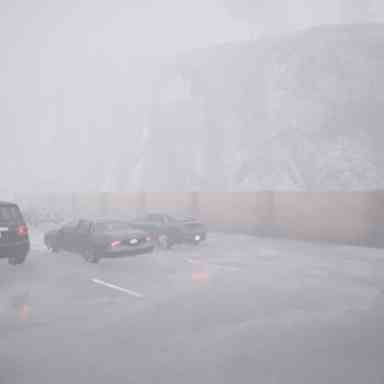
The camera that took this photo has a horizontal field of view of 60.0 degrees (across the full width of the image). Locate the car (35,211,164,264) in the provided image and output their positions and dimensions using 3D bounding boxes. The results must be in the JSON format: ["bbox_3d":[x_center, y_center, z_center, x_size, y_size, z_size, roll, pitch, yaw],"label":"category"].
[{"bbox_3d":[-3.644,1.634,12.342,5.357,1.411,2.033,0,0,45],"label":"car"}]

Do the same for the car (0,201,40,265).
[{"bbox_3d":[-7.326,1.309,11.045,5.566,2.045,2.150,-1,-1,44],"label":"car"}]

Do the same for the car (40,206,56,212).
[{"bbox_3d":[-11.481,1.731,24.895,5.357,1.411,2.033,0,0,45],"label":"car"}]

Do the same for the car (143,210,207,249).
[{"bbox_3d":[-1.509,1.605,15.155,4.892,1.490,1.837,0,0,45],"label":"car"}]
